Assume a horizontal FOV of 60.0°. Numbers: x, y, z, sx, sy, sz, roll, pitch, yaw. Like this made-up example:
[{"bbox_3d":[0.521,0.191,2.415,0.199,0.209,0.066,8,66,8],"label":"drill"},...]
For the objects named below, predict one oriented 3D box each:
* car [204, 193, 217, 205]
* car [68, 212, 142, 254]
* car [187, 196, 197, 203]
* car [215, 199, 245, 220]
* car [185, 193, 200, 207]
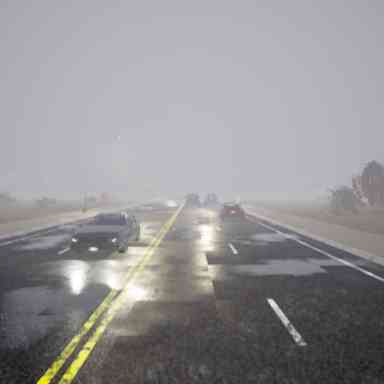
[{"bbox_3d":[3.246,1.194,57.983,2.150,2.045,5.566,0,0,0],"label":"car"},{"bbox_3d":[-3.309,1.543,13.852,2.033,1.411,5.357,0,0,0],"label":"car"},{"bbox_3d":[-0.008,1.536,66.914,1.994,1.385,4.181,0,0,0],"label":"car"},{"bbox_3d":[3.269,1.557,28.181,1.994,1.385,4.181,0,0,0],"label":"car"},{"bbox_3d":[0.094,1.203,50.719,2.150,2.045,5.566,0,0,0],"label":"car"}]
